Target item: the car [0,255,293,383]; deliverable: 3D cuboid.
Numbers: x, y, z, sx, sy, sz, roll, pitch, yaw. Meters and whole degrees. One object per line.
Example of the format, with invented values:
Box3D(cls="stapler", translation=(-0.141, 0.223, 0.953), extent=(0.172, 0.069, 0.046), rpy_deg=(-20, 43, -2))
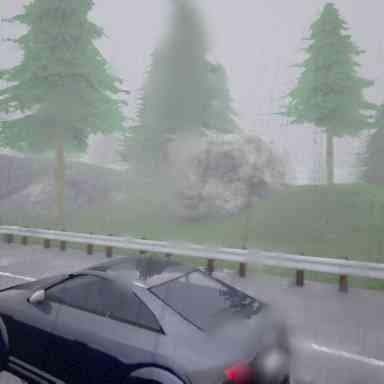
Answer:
Box3D(cls="car", translation=(-0.929, 1.541, 4.208), extent=(4.181, 1.385, 1.994), rpy_deg=(0, 0, 33))
